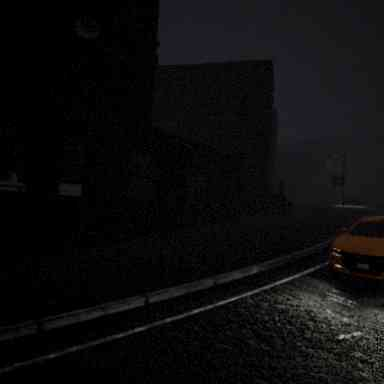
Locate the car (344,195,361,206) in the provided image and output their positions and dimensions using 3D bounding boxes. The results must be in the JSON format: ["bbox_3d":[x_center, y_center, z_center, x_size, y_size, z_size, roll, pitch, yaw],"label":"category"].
[{"bbox_3d":[22.971,1.158,47.786,1.837,1.490,4.892,2,1,25],"label":"car"}]

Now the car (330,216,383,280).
[{"bbox_3d":[5.651,1.471,9.755,1.882,1.535,5.008,1,1,40],"label":"car"}]
